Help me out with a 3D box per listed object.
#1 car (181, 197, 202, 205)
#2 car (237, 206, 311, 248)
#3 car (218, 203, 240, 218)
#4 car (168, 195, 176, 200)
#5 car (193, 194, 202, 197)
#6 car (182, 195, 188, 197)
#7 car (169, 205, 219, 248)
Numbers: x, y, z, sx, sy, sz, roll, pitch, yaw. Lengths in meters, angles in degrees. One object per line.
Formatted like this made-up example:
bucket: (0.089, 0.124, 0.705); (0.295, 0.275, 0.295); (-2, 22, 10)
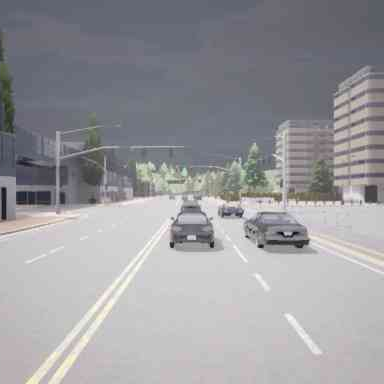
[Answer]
car: (-0.126, 1.515, 29.688); (1.837, 1.490, 4.892); (0, 0, -1)
car: (3.500, 1.561, 14.650); (2.033, 1.411, 5.357); (0, 0, 0)
car: (3.373, 1.615, 29.797); (1.895, 1.301, 4.718); (0, 0, -1)
car: (-5.506, 1.531, 92.809); (1.994, 1.385, 4.181); (0, 0, -2)
car: (1.625, 1.476, 87.951); (1.837, 1.490, 4.892); (0, 0, -2)
car: (-1.874, 1.515, 87.859); (2.033, 1.411, 5.357); (0, 0, -2)
car: (0.000, 1.531, 14.650); (1.812, 1.442, 4.674); (0, 0, 0)
